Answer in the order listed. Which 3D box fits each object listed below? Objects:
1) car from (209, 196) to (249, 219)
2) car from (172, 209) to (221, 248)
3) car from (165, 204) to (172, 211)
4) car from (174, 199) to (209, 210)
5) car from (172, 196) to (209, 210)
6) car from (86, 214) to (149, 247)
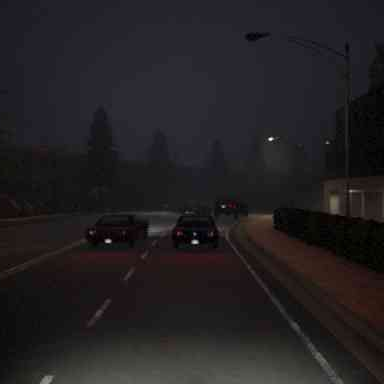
[{"bbox_3d":[3.803,1.413,31.437,2.150,2.045,5.566,0,-1,24],"label":"car"},{"bbox_3d":[0.216,1.695,15.340,1.895,1.301,4.718,0,0,2],"label":"car"},{"bbox_3d":[-1.427,1.867,43.591,1.895,1.301,4.718,0,0,35],"label":"car"},{"bbox_3d":[0.518,1.689,32.352,2.128,1.511,4.902,0,0,23],"label":"car"},{"bbox_3d":[0.400,1.469,40.013,2.150,2.045,5.566,0,-1,33],"label":"car"},{"bbox_3d":[-3.268,1.697,15.582,1.895,1.301,4.718,0,0,2],"label":"car"}]
